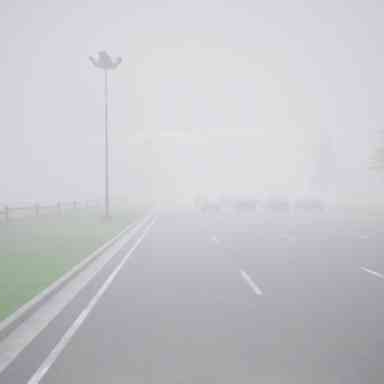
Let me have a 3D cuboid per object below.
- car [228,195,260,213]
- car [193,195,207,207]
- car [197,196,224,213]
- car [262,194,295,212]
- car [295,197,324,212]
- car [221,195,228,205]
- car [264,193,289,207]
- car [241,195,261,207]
[{"bbox_3d":[5.387,1.309,35.346,1.882,1.535,5.008,0,0,-3],"label":"car"},{"bbox_3d":[1.326,1.170,47.331,2.097,1.767,4.553,0,0,-2],"label":"car"},{"bbox_3d":[1.924,1.458,35.591,1.895,1.301,4.718,0,0,-2],"label":"car"},{"bbox_3d":[8.883,1.282,35.515,1.882,1.535,5.008,0,0,-3],"label":"car"},{"bbox_3d":[12.382,1.269,35.598,2.128,1.511,4.902,0,0,-3],"label":"car"},{"bbox_3d":[4.829,1.144,47.297,2.097,1.767,4.553,0,0,-2],"label":"car"},{"bbox_3d":[11.848,1.092,46.959,2.097,1.767,4.553,0,0,-3],"label":"car"},{"bbox_3d":[8.325,1.273,47.475,1.837,1.490,4.892,0,1,-2],"label":"car"}]
